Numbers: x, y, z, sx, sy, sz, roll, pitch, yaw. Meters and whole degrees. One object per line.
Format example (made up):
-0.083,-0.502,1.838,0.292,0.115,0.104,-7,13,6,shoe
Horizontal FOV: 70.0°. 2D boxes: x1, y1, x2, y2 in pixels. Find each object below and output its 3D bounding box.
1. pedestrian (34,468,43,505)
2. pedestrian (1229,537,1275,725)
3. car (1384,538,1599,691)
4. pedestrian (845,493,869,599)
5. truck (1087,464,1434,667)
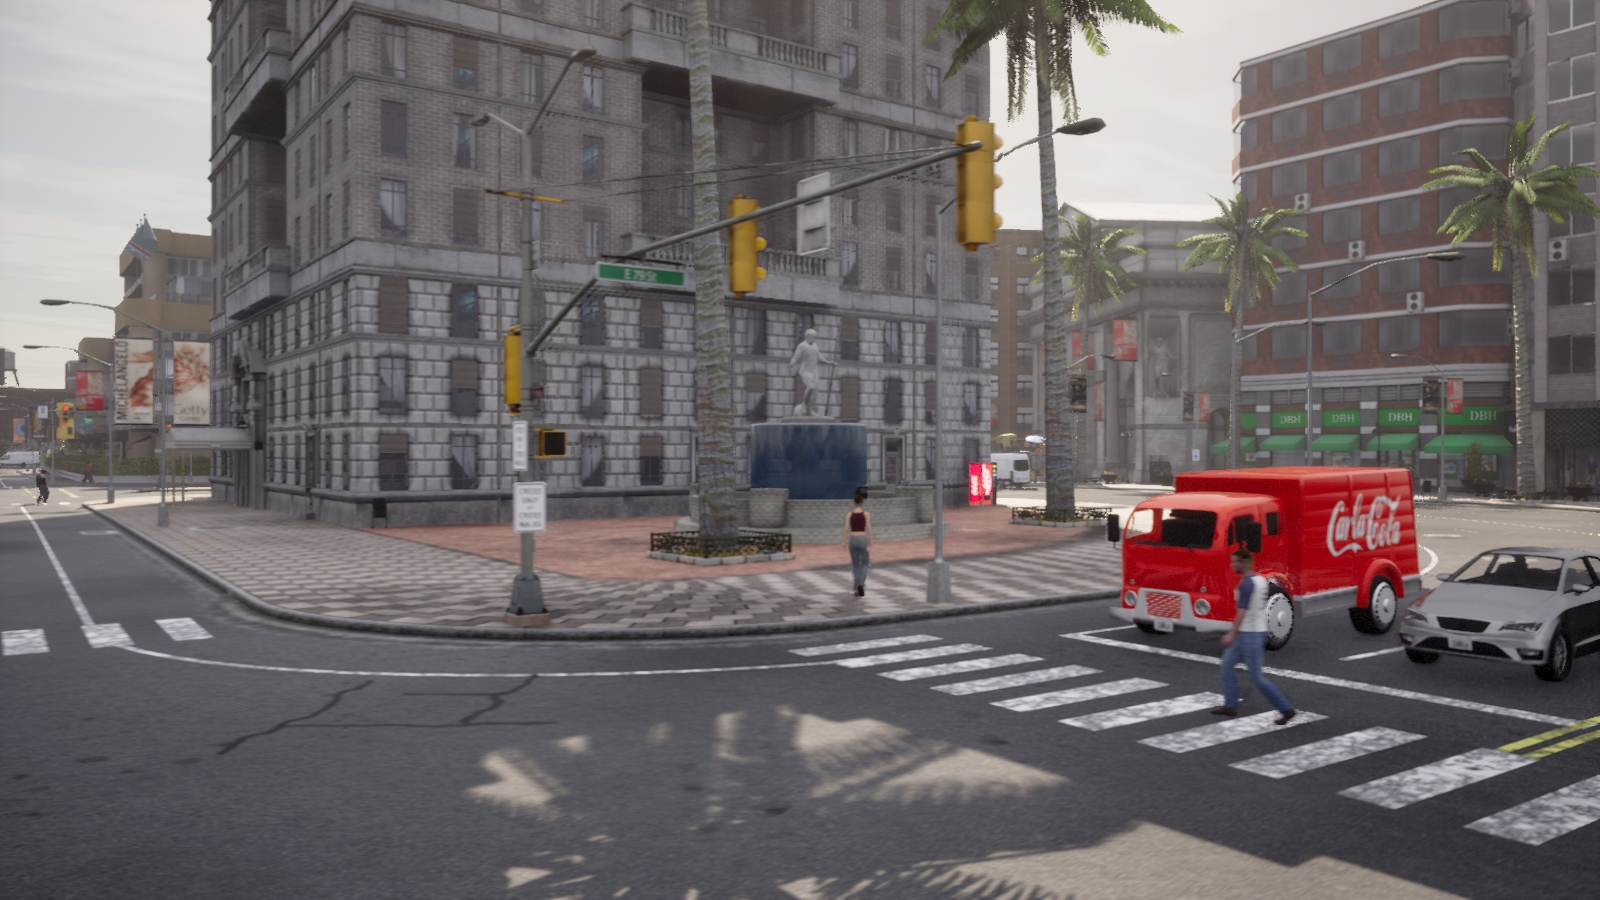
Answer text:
-38.774,1.848,58.198,0.375,1.860,0.375,0,0,-35,pedestrian
4.672,1.851,11.804,0.375,1.860,0.375,0,0,32,pedestrian
9.715,2.068,15.301,4.193,1.474,1.816,0,0,-39,car
1.020,1.698,20.409,0.375,1.860,0.375,0,0,11,pedestrian
7.167,1.549,17.585,5.204,2.467,2.627,-2,1,-37,truck
